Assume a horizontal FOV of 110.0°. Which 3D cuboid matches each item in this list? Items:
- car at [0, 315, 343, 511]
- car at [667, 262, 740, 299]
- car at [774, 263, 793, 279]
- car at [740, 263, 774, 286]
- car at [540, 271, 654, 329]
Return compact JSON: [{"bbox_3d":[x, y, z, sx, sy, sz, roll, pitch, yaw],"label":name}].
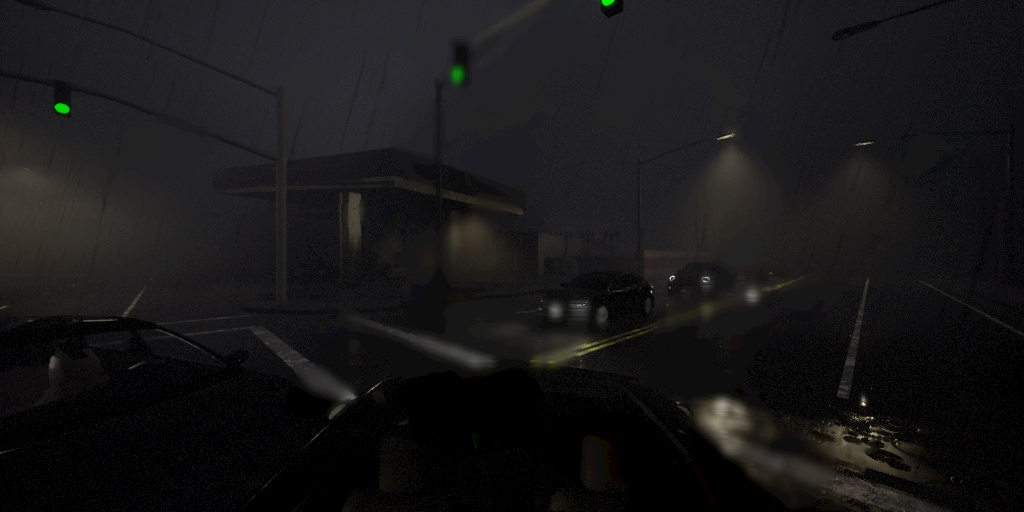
[{"bbox_3d":[-3.417,1.242,2.536,4.902,1.511,2.128,0,0,15],"label":"car"},{"bbox_3d":[9.750,1.102,18.378,4.553,1.767,2.097,0,0,-45],"label":"car"},{"bbox_3d":[23.833,1.314,32.319,4.181,1.385,1.994,0,0,-44],"label":"car"},{"bbox_3d":[16.688,1.314,25.277,1.994,1.385,4.181,0,0,44],"label":"car"},{"bbox_3d":[2.900,1.255,11.543,1.837,1.490,4.892,0,0,45],"label":"car"}]
